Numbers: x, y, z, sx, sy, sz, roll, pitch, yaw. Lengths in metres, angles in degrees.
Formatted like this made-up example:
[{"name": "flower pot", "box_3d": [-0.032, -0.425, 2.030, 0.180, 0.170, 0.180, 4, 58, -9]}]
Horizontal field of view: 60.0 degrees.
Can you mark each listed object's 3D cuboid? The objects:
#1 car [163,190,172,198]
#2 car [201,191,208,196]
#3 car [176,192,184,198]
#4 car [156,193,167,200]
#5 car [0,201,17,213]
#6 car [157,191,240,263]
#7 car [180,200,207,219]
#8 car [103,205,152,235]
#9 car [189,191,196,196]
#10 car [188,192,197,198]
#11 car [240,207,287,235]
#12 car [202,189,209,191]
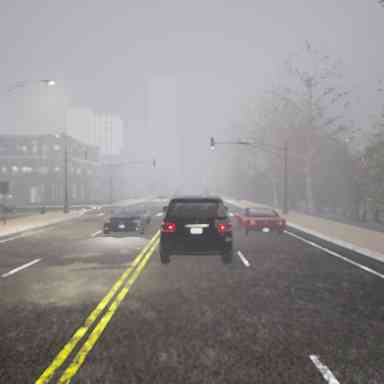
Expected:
[{"name": "car", "box_3d": [-6.291, 0.482, 86.169, 2.097, 1.767, 4.553, 0, 1, 0]}, {"name": "car", "box_3d": [3.476, 0.482, 94.101, 1.895, 1.301, 4.718, 0, 1, 0]}, {"name": "car", "box_3d": [-3.041, 0.651, 86.133, 1.812, 1.442, 4.674, 0, 1, 0]}, {"name": "car", "box_3d": [-6.329, 0.891, 70.517, 1.895, 1.301, 4.718, 0, 1, 0]}, {"name": "car", "box_3d": [-19.874, 1.489, 33.280, 4.313, 1.339, 1.947, -1, 2, 0]}, {"name": "car", "box_3d": [0.129, 1.105, 11.572, 2.150, 2.045, 5.566, 0, 1, 0]}, {"name": "car", "box_3d": [-0.006, 1.335, 26.819, 1.895, 1.301, 4.718, 0, 1, -3]}, {"name": "car", "box_3d": [-3.273, 1.391, 17.491, 1.994, 1.385, 4.181, 0, 0, 0]}, {"name": "car", "box_3d": [0.226, 0.427, 94.078, 2.033, 1.411, 5.357, 0, 1, 0]}, {"name": "car", "box_3d": [0.200, 0.678, 83.661, 2.128, 1.511, 4.902, 0, 1, 0]}, {"name": "car", "box_3d": [3.393, 1.427, 17.411, 1.895, 1.301, 4.718, 0, 1, 0]}, {"name": "car", "box_3d": [3.450, 0.378, 83.681, 2.150, 2.045, 5.566, 0, 1, 0]}]
